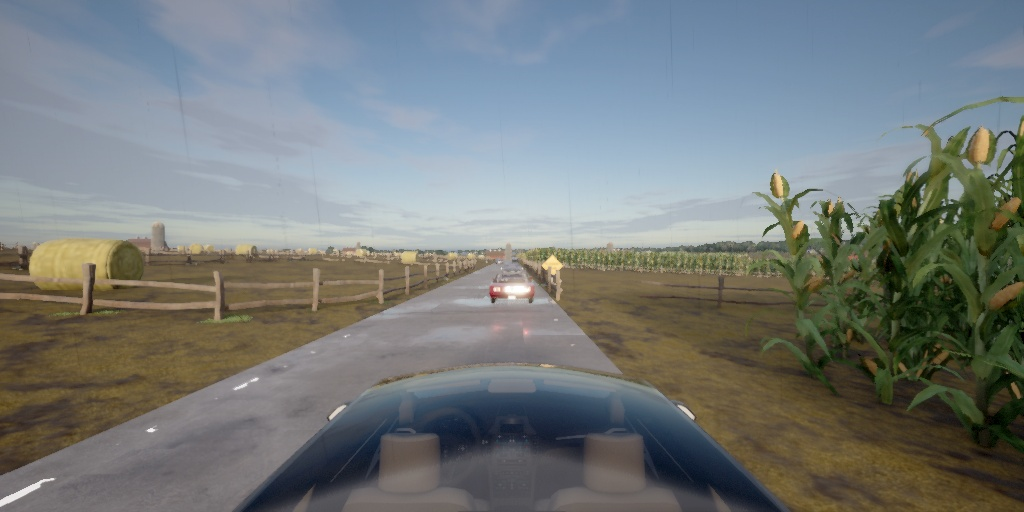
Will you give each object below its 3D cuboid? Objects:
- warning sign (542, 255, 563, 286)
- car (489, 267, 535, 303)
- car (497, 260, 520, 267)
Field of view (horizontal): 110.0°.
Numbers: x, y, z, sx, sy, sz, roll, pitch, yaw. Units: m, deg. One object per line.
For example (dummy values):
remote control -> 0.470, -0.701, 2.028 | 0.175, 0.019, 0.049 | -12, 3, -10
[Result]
warning sign -> 2.450, 0.875, 22.026 | 1.300, 1.860, 1.060 | 0, 0, 0
car -> 0.000, 1.371, 16.534 | 1.895, 1.301, 4.718 | 0, 0, 0
car -> 0.000, 1.337, 31.506 | 2.033, 1.411, 5.357 | 0, 0, 0
